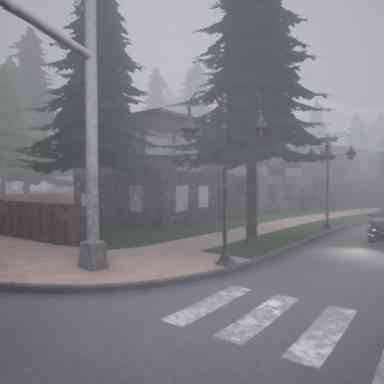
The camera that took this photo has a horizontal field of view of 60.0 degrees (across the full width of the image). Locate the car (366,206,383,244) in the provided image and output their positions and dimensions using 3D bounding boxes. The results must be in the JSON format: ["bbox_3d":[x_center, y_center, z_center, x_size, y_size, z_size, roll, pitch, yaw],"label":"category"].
[{"bbox_3d":[8.666,1.275,13.744,1.837,1.490,4.892,1,2,40],"label":"car"}]
